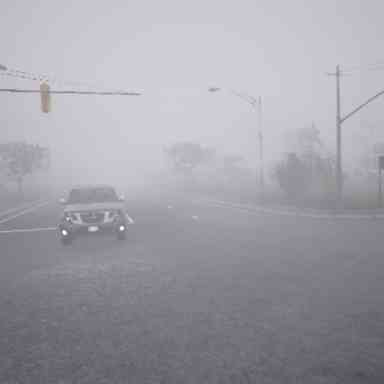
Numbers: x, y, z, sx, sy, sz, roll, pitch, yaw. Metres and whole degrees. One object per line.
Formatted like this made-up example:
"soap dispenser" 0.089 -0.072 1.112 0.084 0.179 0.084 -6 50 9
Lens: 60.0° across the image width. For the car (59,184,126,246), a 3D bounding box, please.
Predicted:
"car" -3.955 0.735 13.413 2.150 2.045 5.566 -3 3 -16
